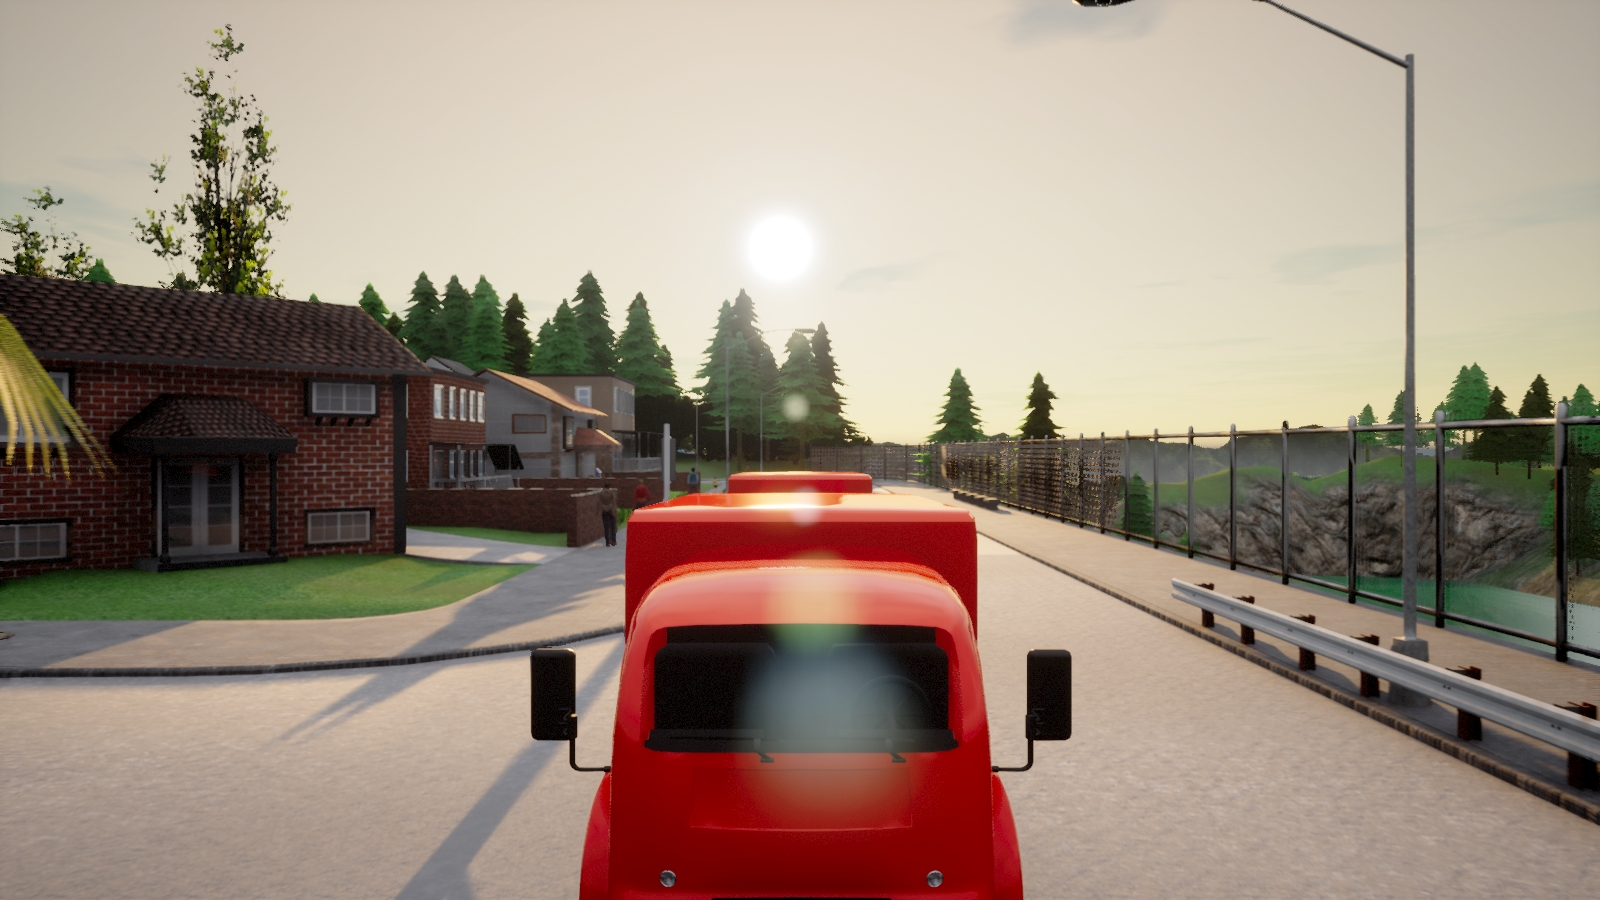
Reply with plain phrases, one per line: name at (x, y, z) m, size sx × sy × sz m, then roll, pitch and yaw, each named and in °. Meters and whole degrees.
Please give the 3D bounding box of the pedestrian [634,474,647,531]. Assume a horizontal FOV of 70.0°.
pedestrian at (-5.286, 1.746, 37.902) m, size 0.375 × 1.860 × 0.375 m, roll 0°, pitch 0°, yaw 0°

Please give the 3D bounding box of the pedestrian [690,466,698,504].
pedestrian at (-5.291, 1.748, 57.080) m, size 0.375 × 1.860 × 0.375 m, roll 0°, pitch 0°, yaw 0°

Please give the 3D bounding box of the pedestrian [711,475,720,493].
pedestrian at (-5.291, 2.125, 71.413) m, size 0.500 × 1.100 × 0.500 m, roll 0°, pitch 0°, yaw 0°

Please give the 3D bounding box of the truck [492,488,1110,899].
truck at (0.005, 1.568, 7.456) m, size 2.627 × 2.467 × 5.204 m, roll 0°, pitch 0°, yaw 0°

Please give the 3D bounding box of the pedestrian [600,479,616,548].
pedestrian at (-5.302, 1.746, 31.520) m, size 0.375 × 1.860 × 0.375 m, roll 0°, pitch 0°, yaw 2°
